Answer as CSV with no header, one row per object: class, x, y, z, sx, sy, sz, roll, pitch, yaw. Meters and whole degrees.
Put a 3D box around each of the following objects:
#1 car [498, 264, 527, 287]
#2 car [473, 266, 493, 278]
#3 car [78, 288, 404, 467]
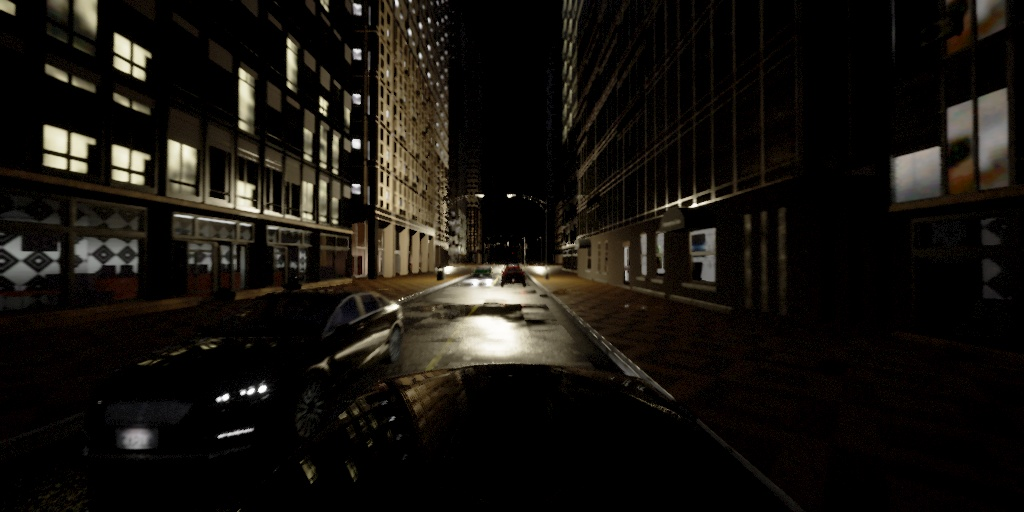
car,0.092,1.508,27.093,1.812,1.442,4.674,0,-1,0
car,-3.105,1.687,38.559,1.895,1.301,4.718,0,-1,0
car,-3.103,1.277,5.419,2.128,1.511,4.902,0,-1,0
